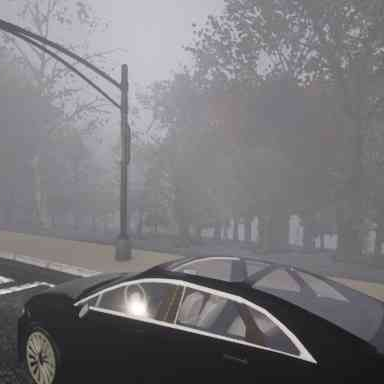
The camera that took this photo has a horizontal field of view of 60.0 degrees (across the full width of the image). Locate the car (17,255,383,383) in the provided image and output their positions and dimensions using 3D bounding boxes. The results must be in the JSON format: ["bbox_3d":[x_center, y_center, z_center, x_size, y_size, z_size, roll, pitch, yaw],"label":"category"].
[{"bbox_3d":[0.017,1.491,3.688,4.902,1.511,2.128,0,0,34],"label":"car"}]
